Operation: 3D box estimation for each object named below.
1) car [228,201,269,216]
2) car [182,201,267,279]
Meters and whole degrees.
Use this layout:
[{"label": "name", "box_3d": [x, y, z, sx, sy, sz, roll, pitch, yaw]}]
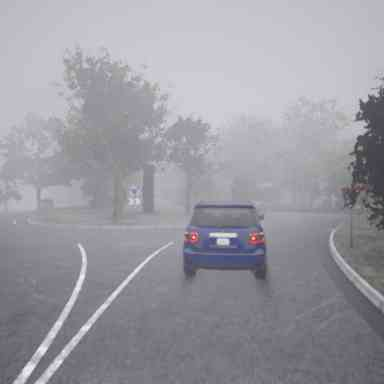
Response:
[{"label": "car", "box_3d": [6.374, 1.804, 37.970, 1.837, 1.490, 4.892, 3, -2, -31]}, {"label": "car", "box_3d": [1.092, 1.279, 10.425, 2.150, 2.045, 5.566, 0, -1, 8]}]
